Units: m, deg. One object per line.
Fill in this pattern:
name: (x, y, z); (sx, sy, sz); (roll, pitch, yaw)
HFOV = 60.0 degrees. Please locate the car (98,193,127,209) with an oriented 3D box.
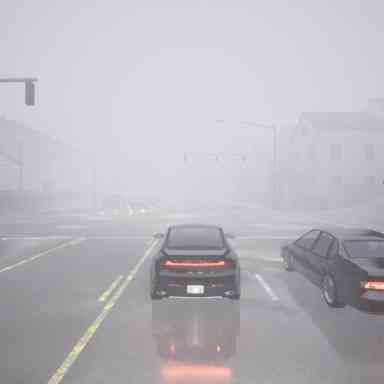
car: (-10.600, 1.221, 44.974); (2.150, 2.045, 5.566); (0, 0, 0)

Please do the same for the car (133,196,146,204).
car: (-10.516, 1.505, 67.351); (1.837, 1.490, 4.892); (0, 0, 0)

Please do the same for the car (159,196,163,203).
car: (-7.014, 1.547, 67.772); (2.033, 1.411, 5.357); (0, 0, 0)

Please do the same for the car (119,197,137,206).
car: (-10.587, 1.547, 55.221); (2.033, 1.411, 5.357); (0, 0, 0)

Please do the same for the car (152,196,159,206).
car: (-7.089, 1.505, 54.644); (1.837, 1.490, 4.892); (0, 0, 0)

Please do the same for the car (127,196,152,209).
car: (-7.098, 1.477, 45.189); (1.882, 1.535, 5.008); (0, 0, 0)

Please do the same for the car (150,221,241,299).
car: (0.075, 1.505, 8.410); (1.837, 1.490, 4.892); (0, 0, 0)

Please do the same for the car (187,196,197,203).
car: (0.001, 1.547, 69.176); (2.033, 1.411, 5.357); (0, 0, 0)

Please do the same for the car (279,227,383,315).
car: (3.575, 1.547, 7.834); (2.033, 1.411, 5.357); (0, 0, 0)

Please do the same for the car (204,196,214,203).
car: (3.499, 1.545, 69.176); (2.033, 1.411, 5.357); (0, 0, 0)
